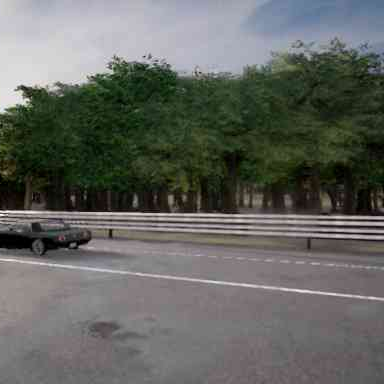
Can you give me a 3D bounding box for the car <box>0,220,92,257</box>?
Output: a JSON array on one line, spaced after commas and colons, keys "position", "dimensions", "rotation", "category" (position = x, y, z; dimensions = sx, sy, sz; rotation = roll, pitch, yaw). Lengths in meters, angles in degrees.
[{"position": [-6.536, 1.788, 13.753], "dimensions": [4.718, 1.301, 1.895], "rotation": [-1, -1, 26], "category": "car"}]
